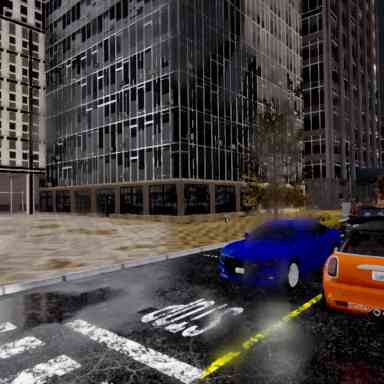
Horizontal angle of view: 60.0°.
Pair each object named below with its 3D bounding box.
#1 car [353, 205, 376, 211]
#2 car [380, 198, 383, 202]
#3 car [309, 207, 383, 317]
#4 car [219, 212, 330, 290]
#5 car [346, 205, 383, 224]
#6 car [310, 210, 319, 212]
[{"bbox_3d":[9.529,1.569,17.515,2.128,1.511,4.902,-2,-1,41],"label":"car"},{"bbox_3d":[42.993,1.659,77.766,4.507,1.381,1.887,-1,-2,40],"label":"car"},{"bbox_3d":[4.411,1.357,6.877,2.097,1.767,4.553,-2,-1,41],"label":"car"},{"bbox_3d":[2.750,1.565,9.690,1.882,1.535,5.008,-2,-1,41],"label":"car"},{"bbox_3d":[13.926,1.720,26.530,1.802,1.307,4.206,-1,-1,41],"label":"car"},{"bbox_3d":[6.534,1.673,17.996,1.752,1.417,4.829,-1,-1,41],"label":"car"}]
